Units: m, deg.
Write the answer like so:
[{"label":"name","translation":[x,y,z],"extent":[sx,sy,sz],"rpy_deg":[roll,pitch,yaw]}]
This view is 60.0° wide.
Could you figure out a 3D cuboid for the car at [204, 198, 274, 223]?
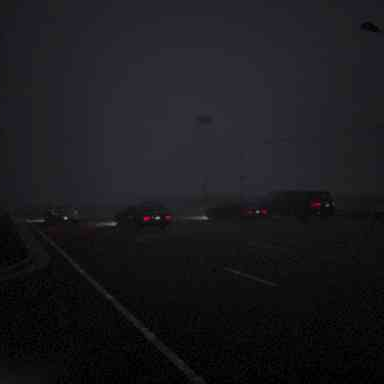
[{"label":"car","translation":[2.957,1.327,23.513],"extent":[2.033,1.411,5.357],"rpy_deg":[-1,0,-30]}]

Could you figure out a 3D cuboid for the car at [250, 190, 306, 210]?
[{"label":"car","translation":[9.133,0.811,35.395],"extent":[5.566,2.045,2.150],"rpy_deg":[-1,0,17]}]

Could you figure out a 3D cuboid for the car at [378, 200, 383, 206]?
[{"label":"car","translation":[22.000,0.921,33.854],"extent":[5.357,1.411,2.033],"rpy_deg":[-1,0,-2]}]

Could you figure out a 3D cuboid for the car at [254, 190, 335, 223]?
[{"label":"car","translation":[7.171,0.929,23.207],"extent":[2.150,2.045,5.566],"rpy_deg":[-1,1,-30]}]

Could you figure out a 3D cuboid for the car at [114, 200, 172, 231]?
[{"label":"car","translation":[-3.102,1.458,20.009],"extent":[2.033,1.411,5.357],"rpy_deg":[-1,0,-30]}]

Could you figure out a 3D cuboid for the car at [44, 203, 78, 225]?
[{"label":"car","translation":[-9.636,1.521,24.313],"extent":[1.812,1.442,4.674],"rpy_deg":[-1,1,-30]}]
